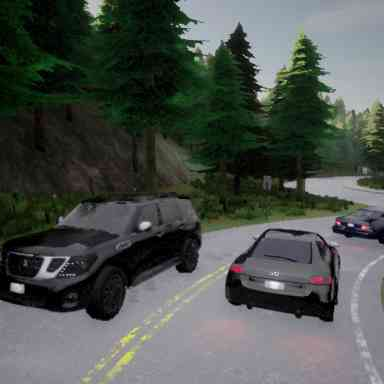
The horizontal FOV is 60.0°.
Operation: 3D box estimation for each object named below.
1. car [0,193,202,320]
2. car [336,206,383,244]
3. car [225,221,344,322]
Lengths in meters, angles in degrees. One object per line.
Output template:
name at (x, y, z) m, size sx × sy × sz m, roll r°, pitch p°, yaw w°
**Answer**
car at (-1.593, 1.092, 7.690) m, size 2.150 × 2.045 × 5.566 m, roll 1°, pitch 2°, yaw 24°
car at (8.623, 1.372, 14.990) m, size 5.357 × 1.411 × 2.033 m, roll -1°, pitch 5°, yaw -33°
car at (2.226, 1.531, 7.475) m, size 1.994 × 1.385 × 4.181 m, roll 2°, pitch 2°, yaw 24°
